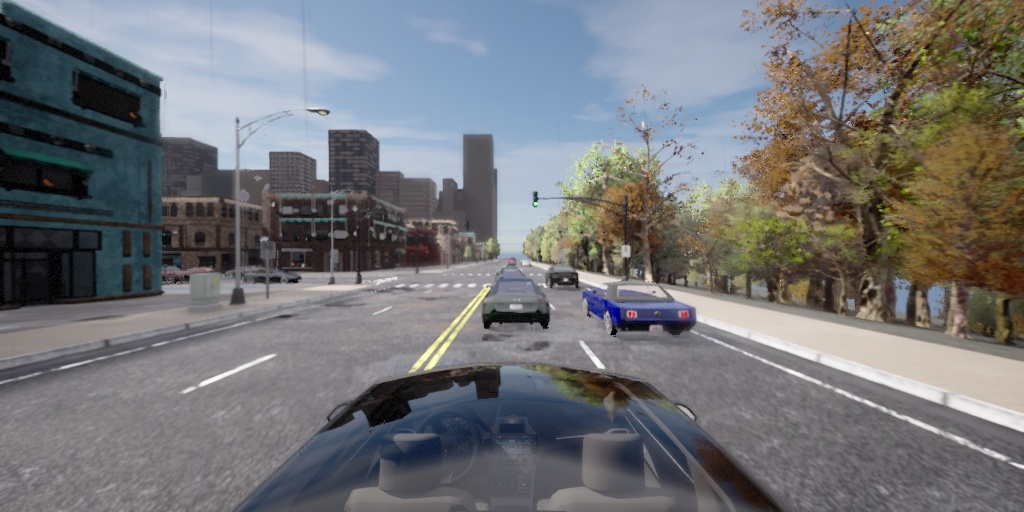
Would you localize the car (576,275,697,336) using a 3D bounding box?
[{"bbox_3d":[3.352,1.396,10.534,1.895,1.301,4.718,0,0,0],"label":"car"}]

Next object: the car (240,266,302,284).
[{"bbox_3d":[-19.946,1.712,30.012,4.313,1.339,1.948,0,0,0],"label":"car"}]

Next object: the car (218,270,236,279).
[{"bbox_3d":[-28.279,1.752,38.524,4.403,1.370,2.007,0,0,0],"label":"car"}]

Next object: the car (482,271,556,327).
[{"bbox_3d":[0.103,1.364,11.712,1.994,1.385,4.181,0,0,0],"label":"car"}]

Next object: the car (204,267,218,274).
[{"bbox_3d":[-33.815,1.847,38.531,4.207,1.307,1.802,0,0,0],"label":"car"}]

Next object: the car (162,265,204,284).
[{"bbox_3d":[-31.541,1.619,32.739,4.553,1.767,2.097,-1,0,0],"label":"car"}]

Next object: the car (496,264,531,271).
[{"bbox_3d":[-0.176,1.430,24.412,1.994,1.385,4.181,0,0,-5],"label":"car"}]

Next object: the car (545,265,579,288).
[{"bbox_3d":[3.351,1.345,24.717,1.882,1.535,5.008,0,0,0],"label":"car"}]
